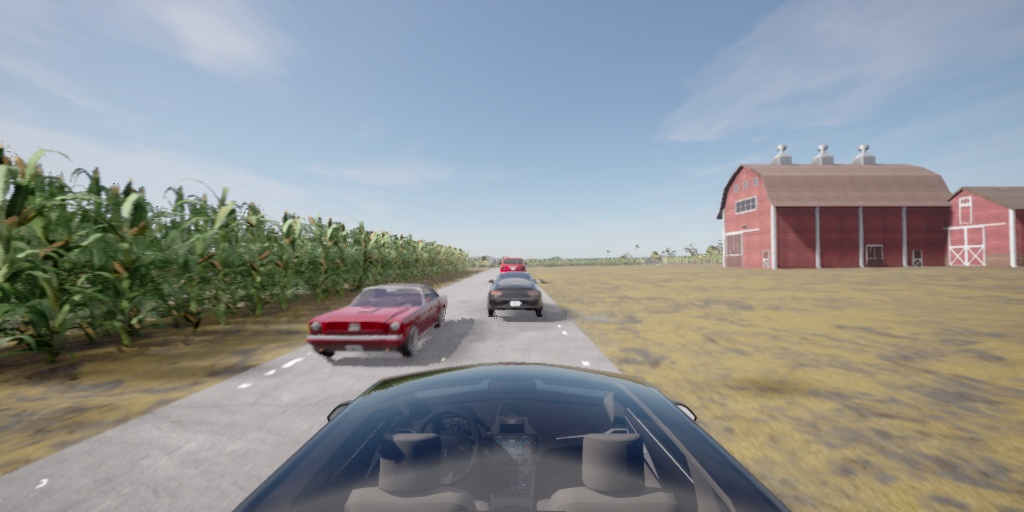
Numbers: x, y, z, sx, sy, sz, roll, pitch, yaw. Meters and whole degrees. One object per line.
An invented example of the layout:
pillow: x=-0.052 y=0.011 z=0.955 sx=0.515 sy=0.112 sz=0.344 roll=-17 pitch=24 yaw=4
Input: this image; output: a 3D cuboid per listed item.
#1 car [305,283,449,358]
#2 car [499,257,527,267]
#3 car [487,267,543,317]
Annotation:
car: x=-2.851 y=1.366 z=8.685 sx=1.895 sy=1.301 sz=4.718 roll=0 pitch=0 yaw=0
car: x=0.093 y=1.138 z=30.488 sx=2.150 sy=2.045 sz=5.566 roll=0 pitch=-1 yaw=0
car: x=0.097 y=1.307 z=13.330 sx=1.812 sy=1.442 sz=4.674 roll=0 pitch=0 yaw=0
